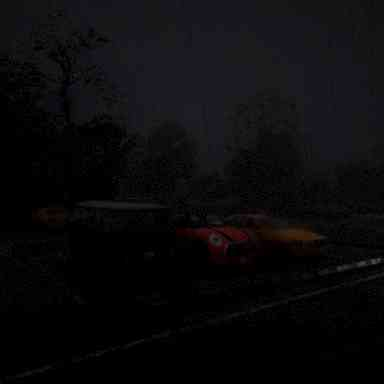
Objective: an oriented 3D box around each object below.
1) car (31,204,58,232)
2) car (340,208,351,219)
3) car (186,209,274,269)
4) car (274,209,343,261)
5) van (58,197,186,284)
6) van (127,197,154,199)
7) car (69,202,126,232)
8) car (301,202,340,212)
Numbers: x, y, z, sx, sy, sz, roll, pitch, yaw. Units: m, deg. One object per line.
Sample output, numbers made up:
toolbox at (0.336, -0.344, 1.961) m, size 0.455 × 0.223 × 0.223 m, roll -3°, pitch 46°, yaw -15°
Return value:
car at (-8.562, 1.496, 20.466) m, size 1.946 × 1.575 × 5.366 m, roll 1°, pitch 0°, yaw -36°
car at (15.410, 2.032, 37.515) m, size 2.185 × 1.767 × 4.553 m, roll 2°, pitch -1°, yaw -35°
car at (0.231, 1.392, 11.490) m, size 2.185 × 1.767 × 4.553 m, roll 1°, pitch -1°, yaw -36°
car at (2.724, 1.554, 13.018) m, size 1.946 × 1.575 × 5.366 m, roll 1°, pitch -1°, yaw -36°
van at (-2.282, 1.263, 9.785) m, size 1.878 × 1.987 × 4.442 m, roll 1°, pitch 0°, yaw -36°
van at (-3.956, 1.341, 23.410) m, size 1.878 × 1.987 × 4.442 m, roll 1°, pitch -1°, yaw -36°
car at (-6.402, 1.526, 22.021) m, size 1.946 × 1.575 × 5.366 m, roll 1°, pitch -1°, yaw -36°
car at (12.861, 2.102, 35.624) m, size 2.002 × 1.452 × 4.674 m, roll 2°, pitch -1°, yaw -36°
